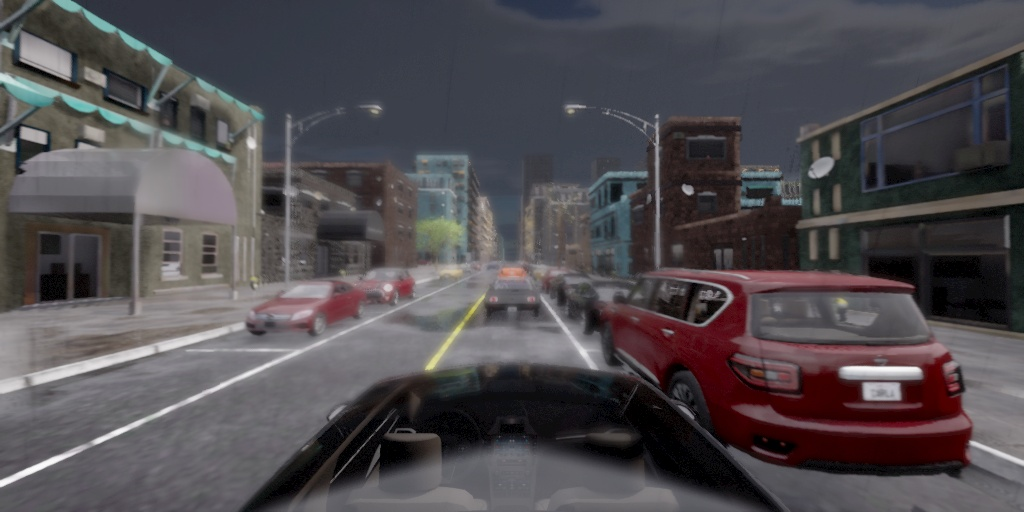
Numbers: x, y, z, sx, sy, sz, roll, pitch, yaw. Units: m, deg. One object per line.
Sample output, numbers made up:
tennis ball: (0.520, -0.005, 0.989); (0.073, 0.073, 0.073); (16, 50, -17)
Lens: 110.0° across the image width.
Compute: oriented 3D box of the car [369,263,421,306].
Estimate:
car: (-5.688, 1.286, 16.064); (1.967, 1.591, 4.097); (0, 0, 0)

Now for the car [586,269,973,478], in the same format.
car: (2.692, 1.087, 4.997); (2.192, 1.841, 5.009); (0, 0, 0)

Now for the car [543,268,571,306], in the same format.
car: (2.691, 1.412, 16.062); (1.948, 1.339, 4.313); (0, 0, 0)

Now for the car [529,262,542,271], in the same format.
car: (2.752, 1.483, 32.525); (1.751, 1.417, 4.829); (0, 0, 0)

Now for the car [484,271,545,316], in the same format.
car: (0.039, 1.432, 13.695); (1.895, 1.301, 4.718); (0, 0, 1)

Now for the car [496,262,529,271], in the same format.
car: (0.046, 1.288, 29.239); (2.097, 1.767, 4.553); (0, 0, 1)

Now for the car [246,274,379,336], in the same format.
car: (-5.689, 1.391, 10.531); (1.802, 1.307, 4.207); (0, 0, 0)

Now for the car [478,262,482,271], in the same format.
car: (-5.820, 1.565, 56.191); (1.967, 1.591, 4.097); (0, 0, 0)

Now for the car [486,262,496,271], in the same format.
car: (-3.063, 1.682, 57.432); (2.033, 1.411, 5.357); (0, 0, 1)

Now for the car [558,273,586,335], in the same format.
car: (2.692, 1.375, 10.529); (1.948, 1.339, 4.313); (0, 0, 0)

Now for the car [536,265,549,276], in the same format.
car: (2.699, 1.427, 21.289); (1.888, 1.381, 4.507); (0, 0, 0)

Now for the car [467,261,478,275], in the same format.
car: (-5.813, 1.599, 45.373); (2.007, 1.370, 4.403); (0, 0, 0)

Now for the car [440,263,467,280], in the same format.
car: (-5.759, 1.497, 34.137); (1.751, 1.417, 4.829); (0, 0, 0)
